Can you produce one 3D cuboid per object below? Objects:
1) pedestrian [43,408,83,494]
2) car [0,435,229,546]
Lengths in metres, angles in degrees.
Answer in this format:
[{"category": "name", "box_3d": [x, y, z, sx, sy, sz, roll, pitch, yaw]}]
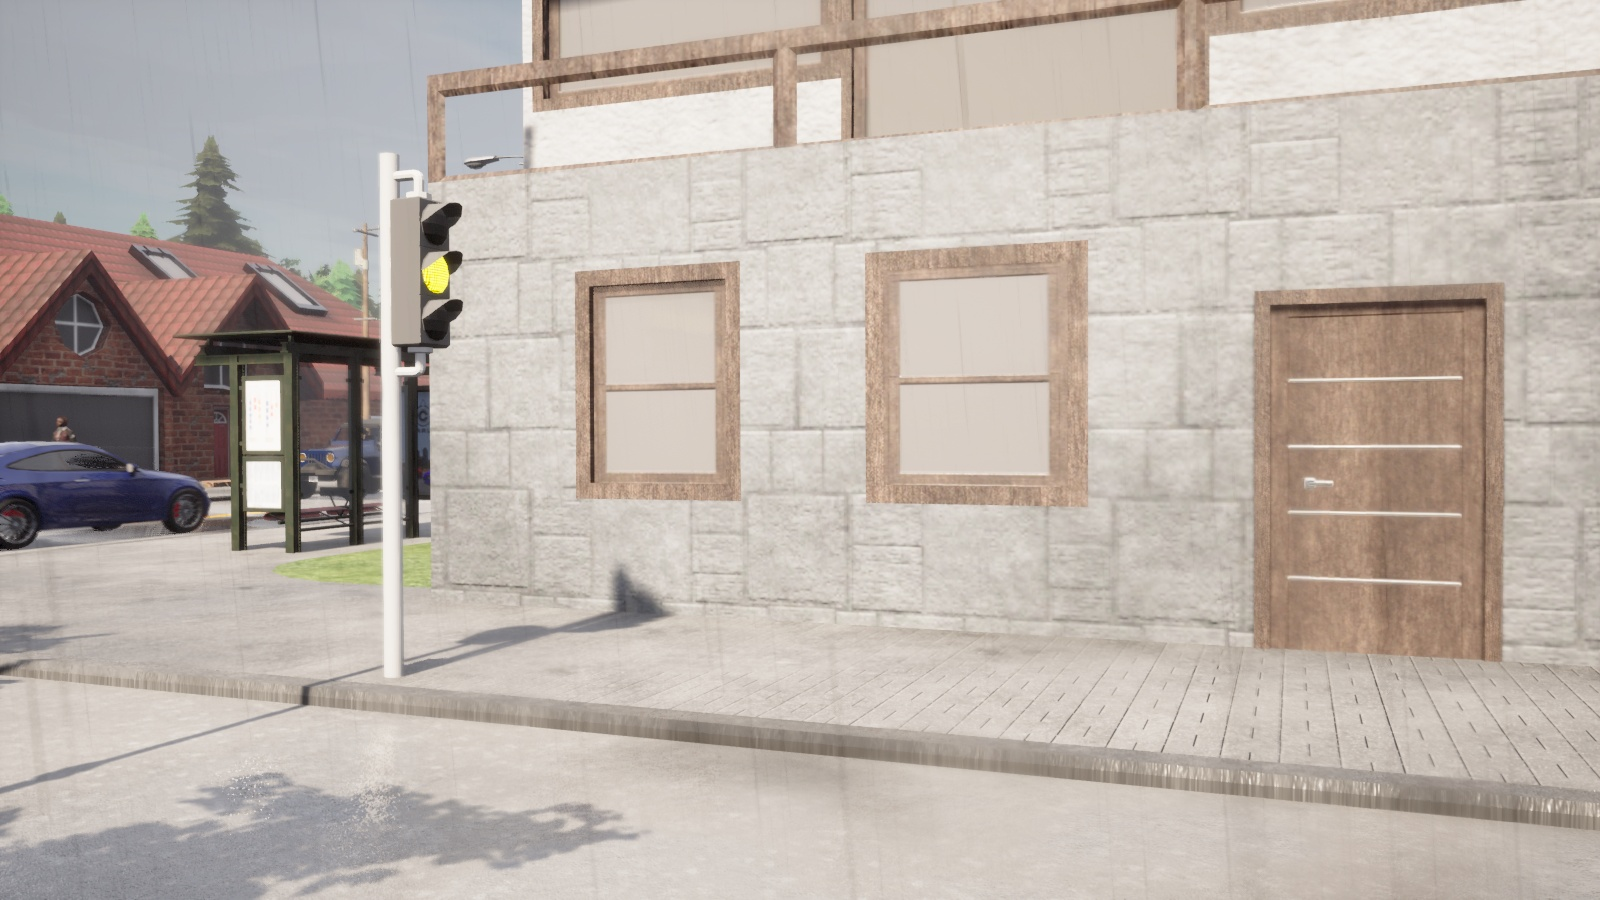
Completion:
[{"category": "pedestrian", "box_3d": [-16.631, 0.020, 28.349, 0.402, 1.930, 0.666, 1, 1, 20]}, {"category": "car", "box_3d": [-10.850, 0.518, 18.335, 1.812, 1.442, 4.674, 1, 1, 20]}]
